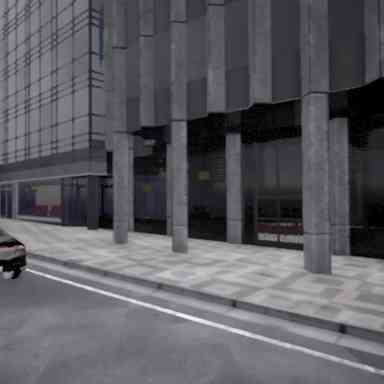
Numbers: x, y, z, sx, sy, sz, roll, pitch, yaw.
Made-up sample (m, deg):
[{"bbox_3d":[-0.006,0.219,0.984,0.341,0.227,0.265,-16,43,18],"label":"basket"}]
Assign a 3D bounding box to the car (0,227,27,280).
[{"bbox_3d":[-6.277,1.532,8.925,4.902,1.511,2.128,0,0,38],"label":"car"}]
